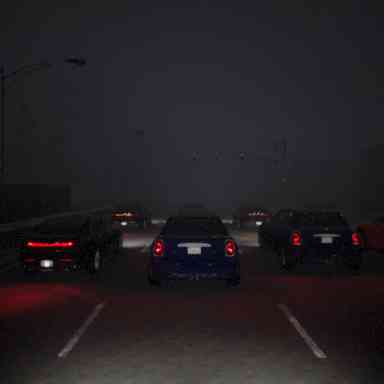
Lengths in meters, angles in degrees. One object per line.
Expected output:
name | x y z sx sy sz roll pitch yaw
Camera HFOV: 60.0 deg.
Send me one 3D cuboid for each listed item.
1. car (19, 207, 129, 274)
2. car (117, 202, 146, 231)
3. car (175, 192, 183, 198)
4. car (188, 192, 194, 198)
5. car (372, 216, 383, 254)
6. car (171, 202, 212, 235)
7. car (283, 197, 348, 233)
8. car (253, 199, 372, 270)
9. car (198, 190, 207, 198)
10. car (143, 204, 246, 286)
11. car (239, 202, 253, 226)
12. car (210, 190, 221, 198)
car | -3.441 1.429 10.313 1.837 1.490 4.892 0 0 0
car | -3.492 1.362 19.595 1.837 1.490 4.892 0 0 0
car | -3.753 0.800 92.388 1.882 1.535 5.008 0 0 0
car | -0.254 0.844 92.815 1.812 1.442 4.674 0 0 0
car | 7.059 1.274 10.539 2.097 1.767 4.553 0 0 0
car | 0.007 1.407 19.280 2.033 1.411 5.357 0 0 0
car | 7.006 1.210 19.457 2.097 1.767 4.553 0 0 0
car | 3.558 1.272 10.890 2.097 1.767 4.553 0 0 0
car | 3.247 0.862 92.408 2.033 1.411 5.357 0 0 0
car | 0.057 1.283 9.376 2.097 1.767 4.553 0 0 0
car | 3.509 1.360 19.831 1.837 1.490 4.892 0 0 0
car | 6.747 0.547 92.445 2.150 2.045 5.566 0 0 0
